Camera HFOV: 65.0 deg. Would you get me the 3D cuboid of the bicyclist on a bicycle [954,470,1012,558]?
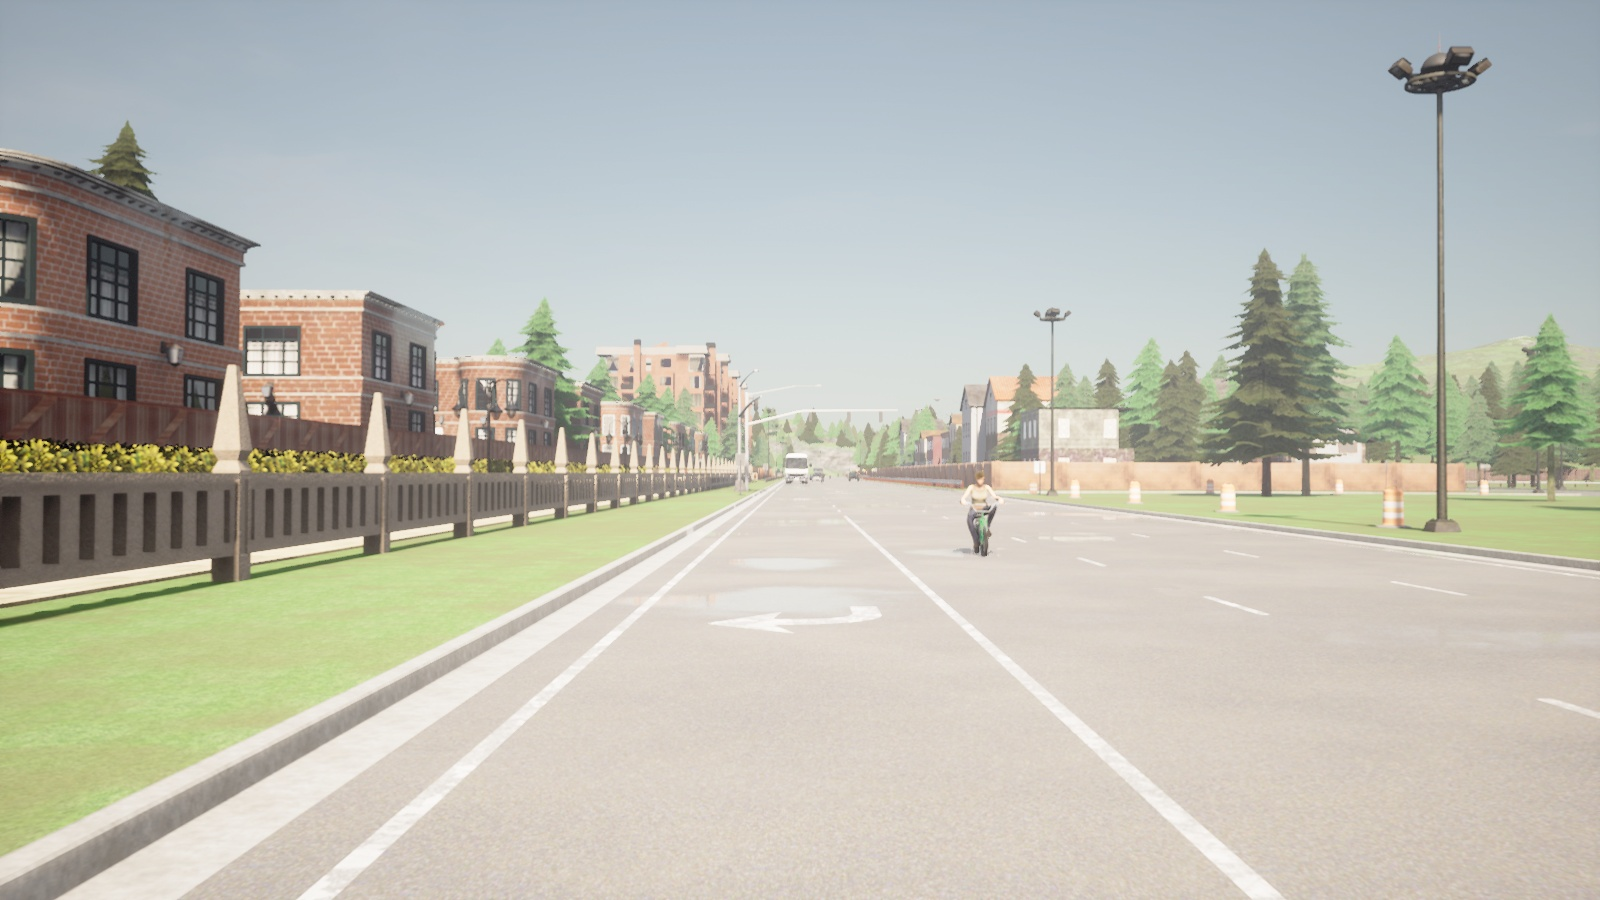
[{"bbox_3d":[3.446,1.184,23.797,0.866,1.612,1.509,0,-1,0],"label":"bicyclist on a bicycle"}]
